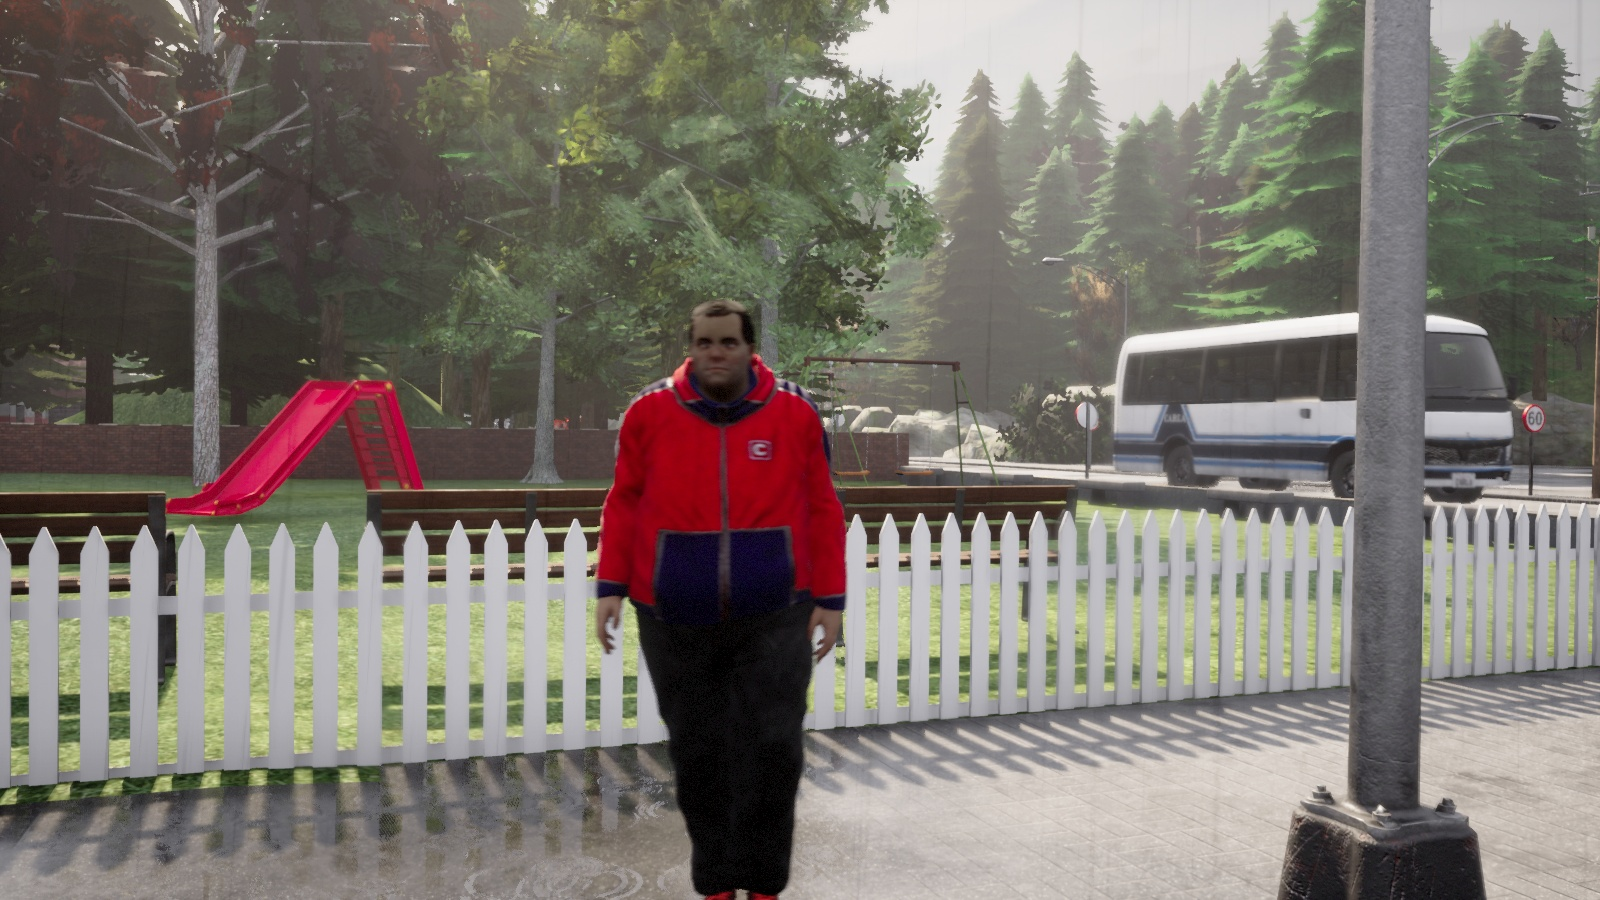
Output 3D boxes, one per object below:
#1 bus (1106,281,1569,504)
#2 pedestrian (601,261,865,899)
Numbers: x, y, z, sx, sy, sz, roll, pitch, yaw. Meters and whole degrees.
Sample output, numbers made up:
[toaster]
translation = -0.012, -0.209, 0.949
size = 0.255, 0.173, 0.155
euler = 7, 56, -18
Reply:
[bus]
translation = 11.866, -1.186, 29.479
size = 3.944, 4.253, 10.273
euler = -1, 1, -21
[pedestrian]
translation = -0.170, 0.452, 3.553
size = 0.634, 1.844, 0.899
euler = -1, 1, -1
